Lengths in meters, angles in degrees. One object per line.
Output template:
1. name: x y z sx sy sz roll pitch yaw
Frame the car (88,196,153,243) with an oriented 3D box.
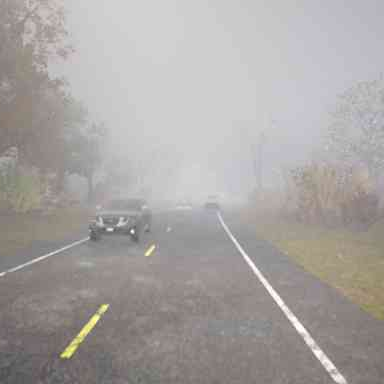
1. car: -3.334 1.227 16.631 2.150 2.045 5.566 0 0 2

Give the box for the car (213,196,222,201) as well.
1. car: 7.394 1.736 95.264 2.033 1.411 5.357 0 0 9

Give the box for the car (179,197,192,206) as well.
1. car: -1.007 1.590 55.422 2.128 1.511 4.902 0 0 6

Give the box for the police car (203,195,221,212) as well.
1. police car: 2.403 1.479 40.105 1.930 1.638 5.238 0 0 4

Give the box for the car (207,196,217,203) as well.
1. car: 4.336 1.552 72.817 1.837 1.490 4.892 0 0 7

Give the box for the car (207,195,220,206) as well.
1. car: 3.640 1.453 55.846 2.097 1.767 4.553 0 0 5
